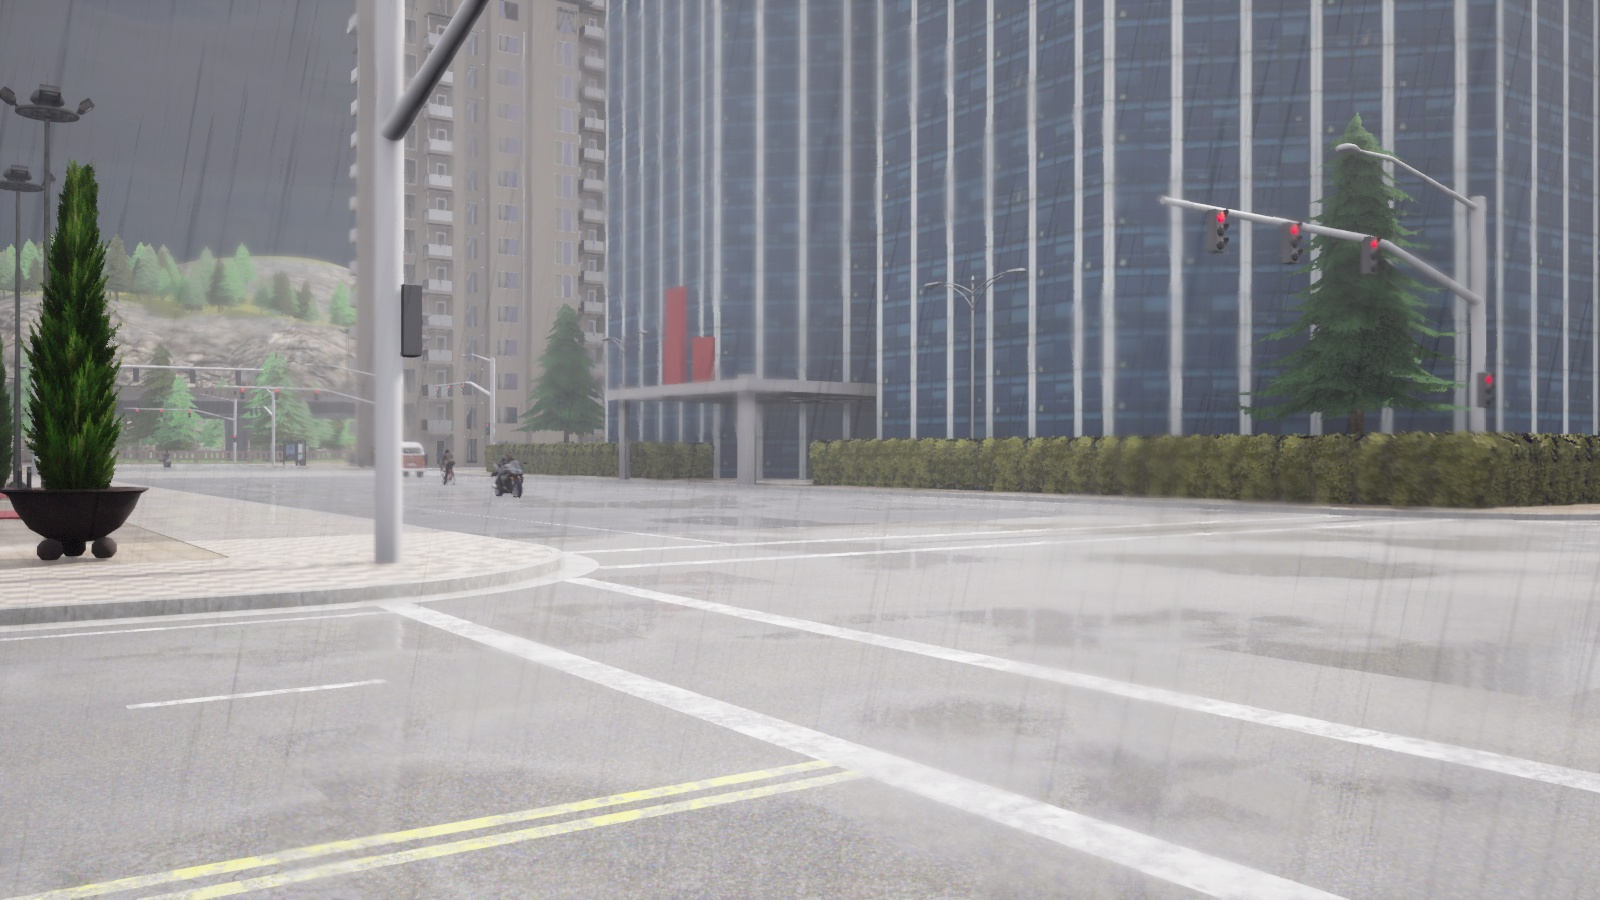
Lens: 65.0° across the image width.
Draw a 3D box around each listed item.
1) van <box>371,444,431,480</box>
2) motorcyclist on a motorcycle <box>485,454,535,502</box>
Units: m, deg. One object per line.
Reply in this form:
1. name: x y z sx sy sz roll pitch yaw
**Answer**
1. van: -23.235 0.696 73.072 2.069 2.038 4.480 0 0 -35
2. motorcyclist on a motorcycle: -9.653 0.902 41.705 0.866 1.530 2.191 0 0 -35
